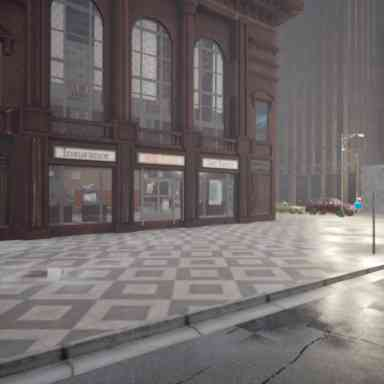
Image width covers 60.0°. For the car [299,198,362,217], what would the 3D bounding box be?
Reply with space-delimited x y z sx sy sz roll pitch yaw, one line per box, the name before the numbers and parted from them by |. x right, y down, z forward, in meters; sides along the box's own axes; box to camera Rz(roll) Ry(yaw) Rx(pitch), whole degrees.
car | 13.884 1.509 33.570 2.192 1.841 5.009 -1 0 -35

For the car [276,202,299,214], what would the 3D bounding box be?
car | 10.737 1.785 38.023 1.752 1.417 4.829 -1 0 -35

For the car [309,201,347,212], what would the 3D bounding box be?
car | 17.596 1.880 43.091 1.802 1.307 4.206 -1 0 -35
